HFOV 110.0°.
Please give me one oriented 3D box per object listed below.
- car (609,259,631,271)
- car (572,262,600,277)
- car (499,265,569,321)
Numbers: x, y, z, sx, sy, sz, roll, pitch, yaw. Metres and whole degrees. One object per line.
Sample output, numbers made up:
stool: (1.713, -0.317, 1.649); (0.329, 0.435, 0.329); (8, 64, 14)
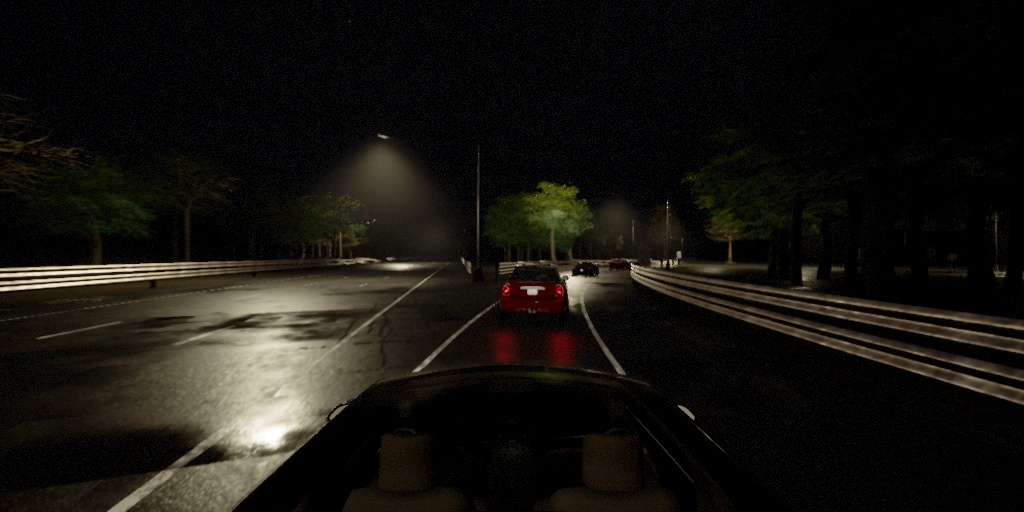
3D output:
car: (14.664, 1.181, 48.342); (1.882, 1.535, 5.008); (0, 0, 33)
car: (7.202, 1.263, 34.775); (1.994, 1.385, 4.181); (0, 0, 23)
car: (0.914, 1.080, 12.695); (2.097, 1.767, 4.553); (1, 0, 8)
